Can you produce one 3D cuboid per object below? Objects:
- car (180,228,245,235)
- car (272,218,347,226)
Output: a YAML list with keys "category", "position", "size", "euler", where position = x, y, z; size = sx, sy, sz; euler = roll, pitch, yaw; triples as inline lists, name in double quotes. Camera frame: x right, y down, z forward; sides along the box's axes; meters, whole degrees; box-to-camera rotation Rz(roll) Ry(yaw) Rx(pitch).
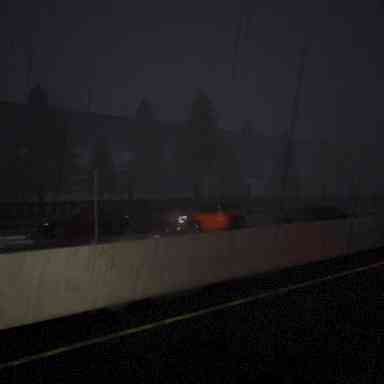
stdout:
- category: "car"
  position: [0.629, 1.261, 17.307]
  size: [4.553, 1.767, 2.097]
  euler: [-1, 0, -35]
- category: "car"
  position: [5.967, 1.386, 16.801]
  size: [4.892, 1.490, 1.837]
  euler: [-1, 0, -35]
